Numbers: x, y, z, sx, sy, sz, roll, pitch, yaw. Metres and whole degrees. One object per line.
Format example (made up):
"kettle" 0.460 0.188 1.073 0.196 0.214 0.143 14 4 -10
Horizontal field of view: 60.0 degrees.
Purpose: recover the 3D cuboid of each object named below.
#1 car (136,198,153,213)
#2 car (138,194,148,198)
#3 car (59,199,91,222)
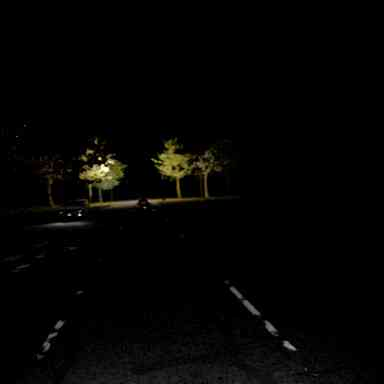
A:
"car" -6.079 1.872 42.435 1.994 1.385 4.181 -3 0 -9
"car" -11.219 1.683 76.629 2.150 2.045 5.566 -3 0 -9
"car" -11.751 1.788 33.745 2.150 2.045 5.566 -3 0 -6
